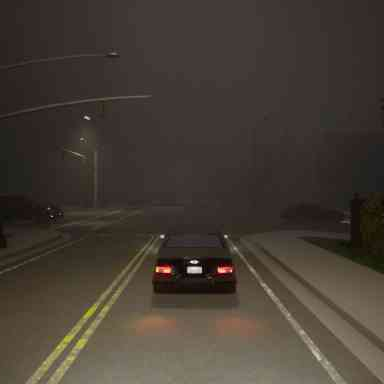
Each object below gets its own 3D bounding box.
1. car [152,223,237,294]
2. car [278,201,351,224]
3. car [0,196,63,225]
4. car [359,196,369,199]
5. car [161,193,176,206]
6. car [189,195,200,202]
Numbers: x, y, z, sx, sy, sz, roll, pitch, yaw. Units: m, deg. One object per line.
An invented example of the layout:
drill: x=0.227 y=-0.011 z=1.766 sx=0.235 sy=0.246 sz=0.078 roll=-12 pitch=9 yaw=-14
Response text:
car: x=0.054 y=1.547 z=8.913 sx=2.033 sy=1.411 sz=5.357 roll=0 pitch=0 yaw=0
car: x=8.746 y=1.522 z=24.512 sx=4.674 sy=1.442 sz=1.812 roll=0 pitch=0 yaw=-1
car: x=-12.414 y=1.288 z=24.297 sx=5.566 sy=2.045 sz=2.150 roll=-1 pitch=0 yaw=-1
car: x=20.133 y=1.306 z=38.833 sx=4.553 sy=1.767 sz=2.097 roll=0 pitch=0 yaw=-1
car: x=-3.713 y=1.221 z=53.947 sx=2.150 sy=2.045 sz=5.566 roll=0 pitch=0 yaw=0
car: x=0.564 y=1.524 z=78.927 sx=1.812 sy=1.442 sz=4.674 roll=0 pitch=0 yaw=12
